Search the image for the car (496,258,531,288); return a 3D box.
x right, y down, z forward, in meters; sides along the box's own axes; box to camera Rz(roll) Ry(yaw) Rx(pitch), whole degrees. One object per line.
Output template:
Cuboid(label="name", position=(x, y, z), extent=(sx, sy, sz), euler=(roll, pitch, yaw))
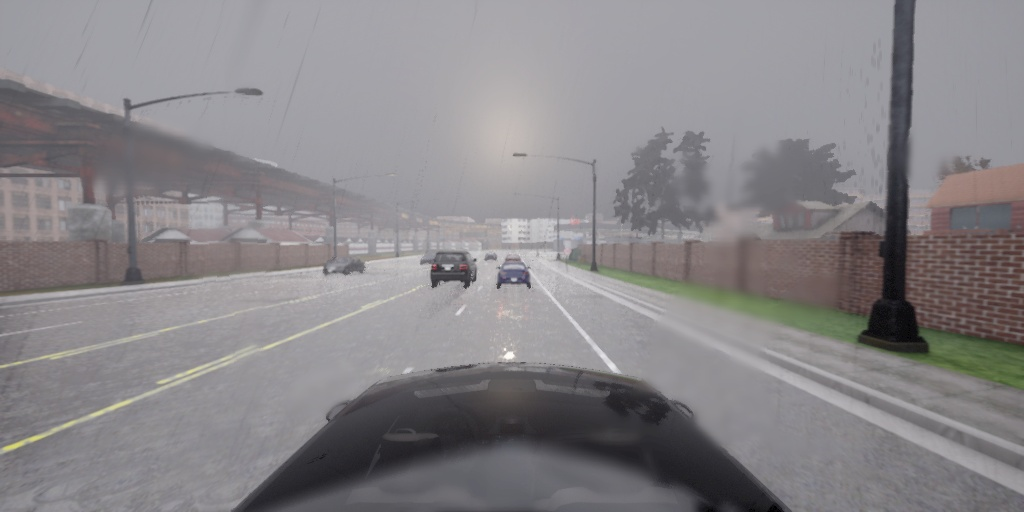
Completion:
Cuboid(label="car", position=(0.105, 1.030, 21.054), extent=(1.812, 1.442, 4.674), euler=(0, 1, 0))

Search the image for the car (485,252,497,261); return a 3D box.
Cuboid(label="car", position=(-3.384, 0.069, 58.767), extent=(1.895, 1.301, 4.718), euler=(0, 2, 0))

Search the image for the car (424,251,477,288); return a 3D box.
Cuboid(label="car", position=(-3.395, 0.717, 21.627), extent=(2.150, 2.045, 5.566), euler=(0, 1, 0))

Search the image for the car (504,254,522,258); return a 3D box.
Cuboid(label="car", position=(0.112, 0.529, 41.540), extent=(1.882, 1.535, 5.008), euler=(0, 2, 0))

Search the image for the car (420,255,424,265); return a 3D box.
Cuboid(label="car", position=(-10.488, 0.269, 46.580), extent=(2.097, 1.767, 4.553), euler=(0, 2, 0))

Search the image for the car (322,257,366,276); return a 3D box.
Cuboid(label="car", position=(-14.054, 0.829, 30.254), extent=(2.128, 1.511, 4.902), euler=(0, 1, 0))
